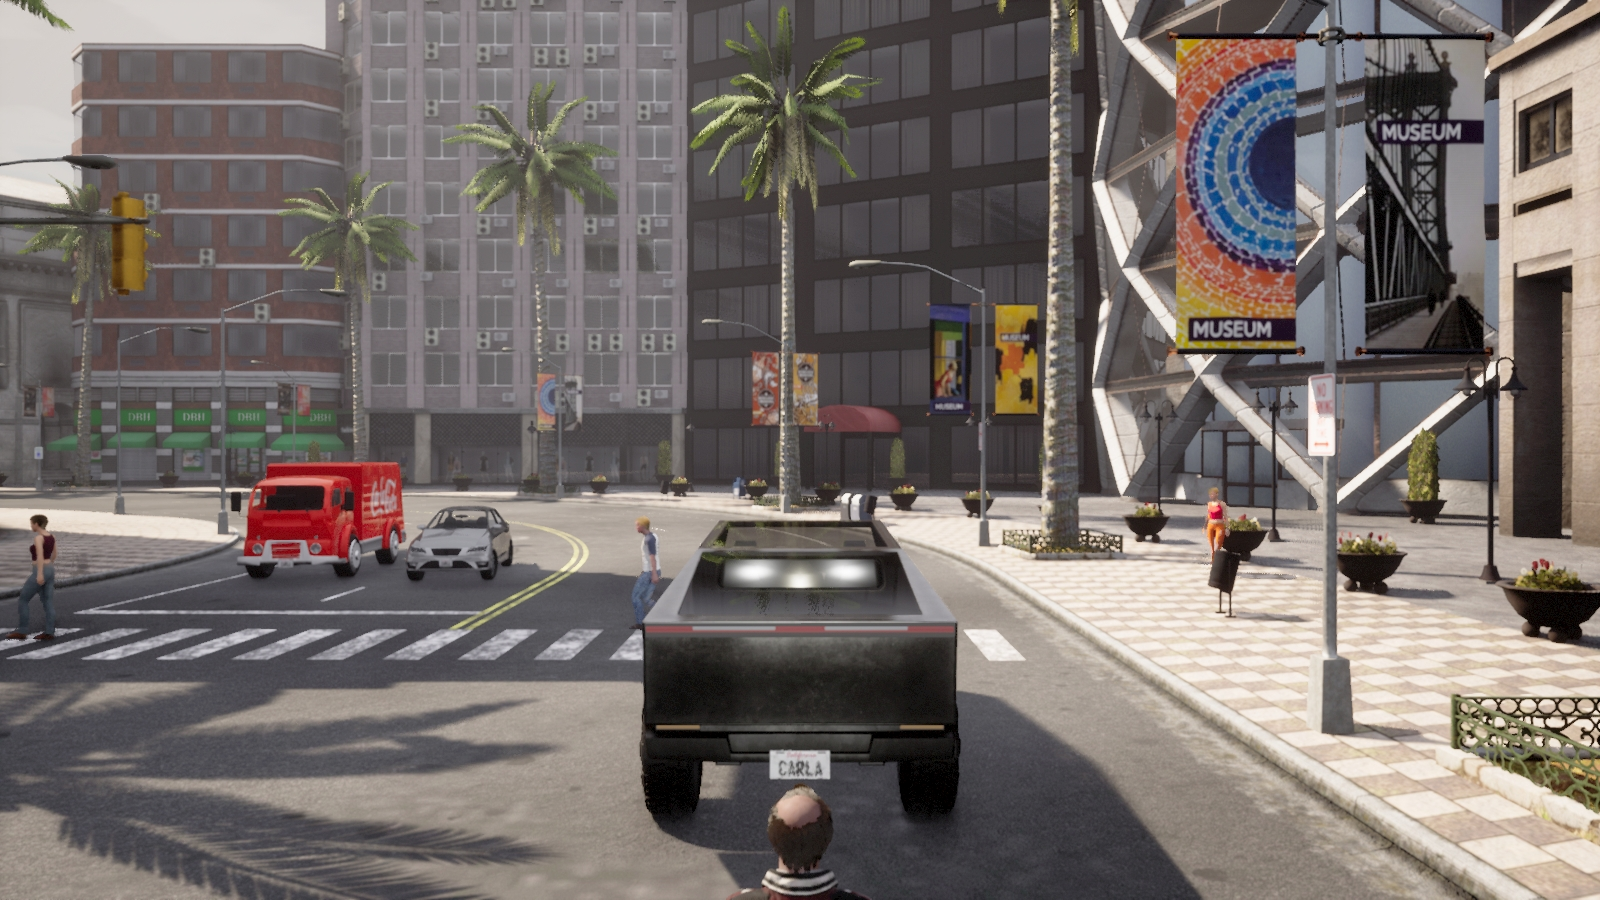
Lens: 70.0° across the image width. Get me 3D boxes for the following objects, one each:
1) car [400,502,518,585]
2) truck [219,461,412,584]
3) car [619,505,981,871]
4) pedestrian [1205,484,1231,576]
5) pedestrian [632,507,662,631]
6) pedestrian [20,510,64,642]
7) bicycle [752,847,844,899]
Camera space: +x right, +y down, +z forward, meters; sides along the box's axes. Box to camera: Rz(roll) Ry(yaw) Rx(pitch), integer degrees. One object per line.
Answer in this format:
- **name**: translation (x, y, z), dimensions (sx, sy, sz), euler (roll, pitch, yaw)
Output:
- **car**: translation (-7.512, 2.013, 25.523), dimensions (1.816, 1.474, 4.193), euler (0, 0, -7)
- **truck**: translation (-10.874, 1.514, 26.184), dimensions (2.627, 2.467, 5.204), euler (0, 0, -6)
- **car**: translation (0.001, 1.730, 10.697), dimensions (2.390, 2.098, 6.274), euler (0, 0, 0)
- **pedestrian**: translation (8.641, 1.646, 23.632), dimensions (0.375, 1.860, 0.375), euler (0, 0, -43)
- **pedestrian**: translation (-2.340, 1.812, 17.517), dimensions (0.375, 1.860, 0.375), euler (0, 0, 6)
- **pedestrian**: translation (-10.951, 1.813, 16.515), dimensions (0.375, 1.860, 0.375), euler (0, 0, 0)
- **bicycle**: translation (-0.006, 2.200, 3.726), dimensions (0.329, 1.171, 1.835), euler (0, 0, 0)
